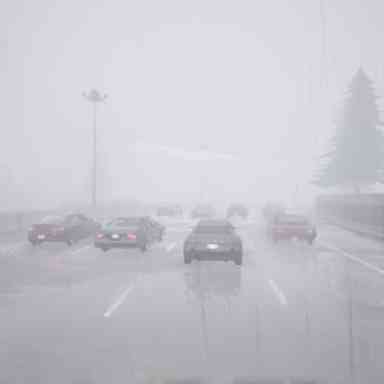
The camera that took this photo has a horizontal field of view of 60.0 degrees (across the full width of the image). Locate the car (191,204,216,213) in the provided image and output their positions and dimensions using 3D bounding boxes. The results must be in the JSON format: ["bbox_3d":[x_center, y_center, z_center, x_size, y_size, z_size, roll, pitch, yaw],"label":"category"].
[{"bbox_3d":[1.268,1.921,34.474,1.994,1.385,4.181,0,-1,14],"label":"car"}]

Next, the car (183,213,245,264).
[{"bbox_3d":[0.828,1.694,12.401,1.994,1.385,4.181,0,-1,5],"label":"car"}]

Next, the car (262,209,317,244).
[{"bbox_3d":[4.847,1.792,16.920,1.895,1.301,4.718,0,-1,8],"label":"car"}]

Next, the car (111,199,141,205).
[{"bbox_3d":[-9.240,1.815,48.651,2.097,1.767,4.553,0,-1,19],"label":"car"}]

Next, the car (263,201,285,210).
[{"bbox_3d":[8.242,1.724,33.486,2.097,1.767,4.553,0,-1,15],"label":"car"}]

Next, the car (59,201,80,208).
[{"bbox_3d":[-18.999,2.032,52.522,1.994,1.385,4.181,0,-1,19],"label":"car"}]

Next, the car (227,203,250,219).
[{"bbox_3d":[4.700,1.867,33.797,1.837,1.490,4.892,0,-1,14],"label":"car"}]

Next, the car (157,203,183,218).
[{"bbox_3d":[-2.291,1.872,34.703,1.812,1.442,4.674,0,-1,14],"label":"car"}]

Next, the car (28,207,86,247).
[{"bbox_3d":[-5.841,1.667,15.760,1.812,1.442,4.674,0,-1,7],"label":"car"}]

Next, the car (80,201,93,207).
[{"bbox_3d":[-15.134,2.012,52.935,1.812,1.442,4.674,0,-1,20],"label":"car"}]

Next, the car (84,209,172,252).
[{"bbox_3d":[-2.504,1.689,14.625,2.033,1.411,5.357,0,-1,7],"label":"car"}]

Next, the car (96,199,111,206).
[{"bbox_3d":[-12.123,1.829,51.008,2.097,1.767,4.553,0,-1,20],"label":"car"}]
